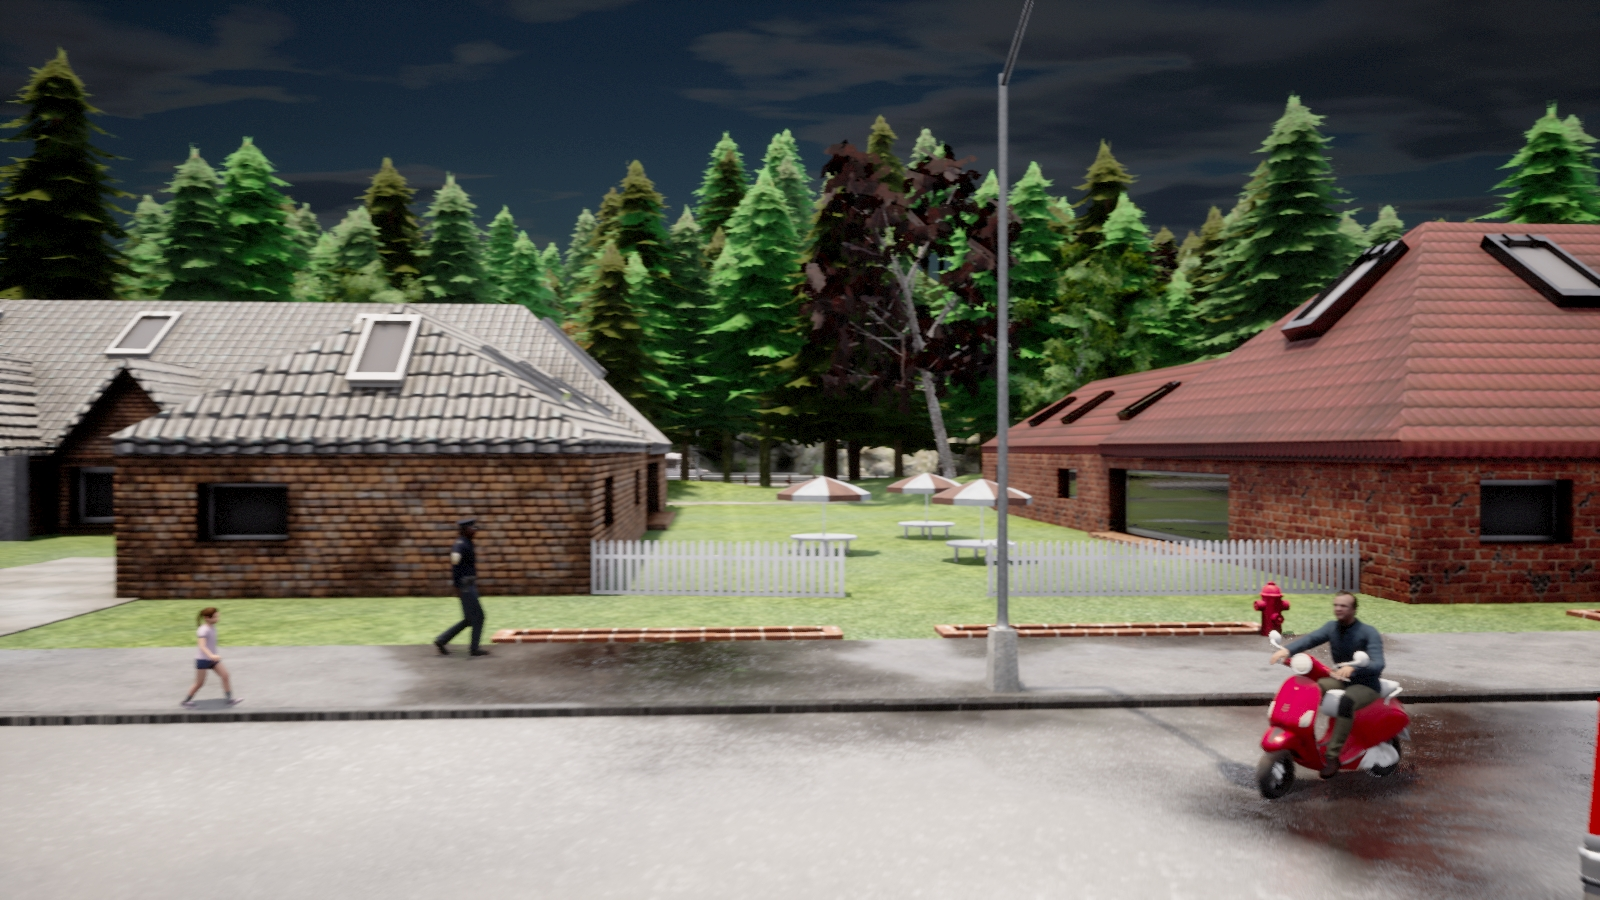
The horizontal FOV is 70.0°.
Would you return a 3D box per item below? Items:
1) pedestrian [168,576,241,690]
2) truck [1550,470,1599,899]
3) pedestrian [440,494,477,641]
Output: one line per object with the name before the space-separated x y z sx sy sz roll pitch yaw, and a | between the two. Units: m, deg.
pedestrian | -6.197 1.893 11.902 0.500 1.100 0.500 0 0 2
truck | 6.998 1.349 6.499 5.204 2.467 2.627 0 0 -32
pedestrian | -4.426 1.512 14.815 0.375 1.860 0.375 0 0 -1
